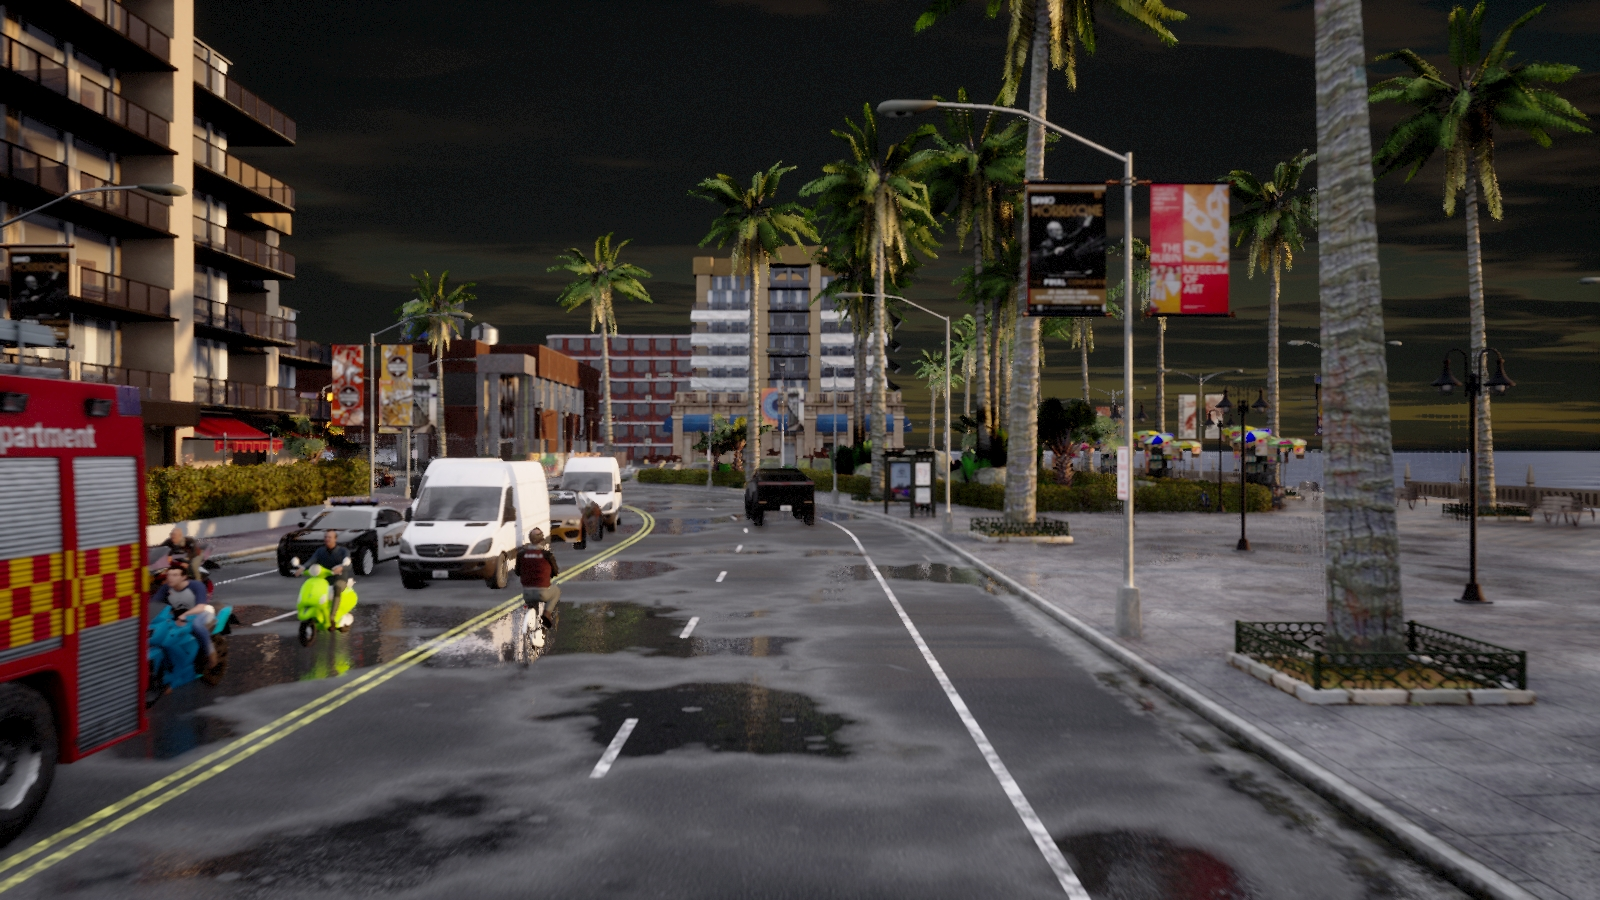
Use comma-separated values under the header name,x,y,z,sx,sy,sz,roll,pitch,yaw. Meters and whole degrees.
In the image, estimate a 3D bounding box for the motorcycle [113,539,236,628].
name,x,y,z,sx,sy,sz,roll,pitch,yaw
motorcycle,-10.503,2.214,19.282,0.867,1.251,2.209,0,0,0

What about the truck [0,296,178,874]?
name,x,y,z,sx,sy,sz,roll,pitch,yaw
truck,-6.746,0.894,5.501,2.891,3.827,8.468,0,0,0

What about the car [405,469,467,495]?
name,x,y,z,sx,sy,sz,roll,pitch,yaw
car,-23.735,2.068,74.421,2.097,1.535,5.006,0,0,-40

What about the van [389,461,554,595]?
name,x,y,z,sx,sy,sz,roll,pitch,yaw
van,-7.022,1.547,25.163,1.988,2.561,5.915,0,0,-1

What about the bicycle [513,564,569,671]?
name,x,y,z,sx,sy,sz,roll,pitch,yaw
bicycle,-3.481,2.217,15.431,0.329,1.171,1.835,0,0,0

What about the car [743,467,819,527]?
name,x,y,z,sx,sy,sz,roll,pitch,yaw
car,-0.852,1.774,44.910,2.390,2.098,6.274,0,0,-6

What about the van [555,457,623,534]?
name,x,y,z,sx,sy,sz,roll,pitch,yaw
van,-7.537,1.553,41.357,1.988,2.561,5.915,0,0,-6

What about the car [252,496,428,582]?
name,x,y,z,sx,sy,sz,roll,pitch,yaw
car,-10.662,1.995,27.004,2.097,1.638,5.238,0,0,-1

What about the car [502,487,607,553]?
name,x,y,z,sx,sy,sz,roll,pitch,yaw
car,-7.158,2.008,33.851,2.152,1.651,5.027,0,0,-2
